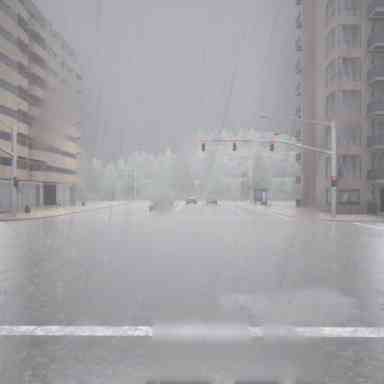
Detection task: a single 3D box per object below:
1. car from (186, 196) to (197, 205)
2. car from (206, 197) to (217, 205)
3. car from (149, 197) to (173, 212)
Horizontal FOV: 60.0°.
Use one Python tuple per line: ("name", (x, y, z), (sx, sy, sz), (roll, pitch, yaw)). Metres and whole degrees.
("car", (-0.088, 1.526, 60.090), (1.812, 1.442, 4.674), (0, 0, 0))
("car", (3.546, 1.547, 59.453), (2.033, 1.411, 5.357), (0, 0, 2))
("car", (-3.655, 1.352, 38.356), (2.097, 1.767, 4.553), (0, 0, 0))
